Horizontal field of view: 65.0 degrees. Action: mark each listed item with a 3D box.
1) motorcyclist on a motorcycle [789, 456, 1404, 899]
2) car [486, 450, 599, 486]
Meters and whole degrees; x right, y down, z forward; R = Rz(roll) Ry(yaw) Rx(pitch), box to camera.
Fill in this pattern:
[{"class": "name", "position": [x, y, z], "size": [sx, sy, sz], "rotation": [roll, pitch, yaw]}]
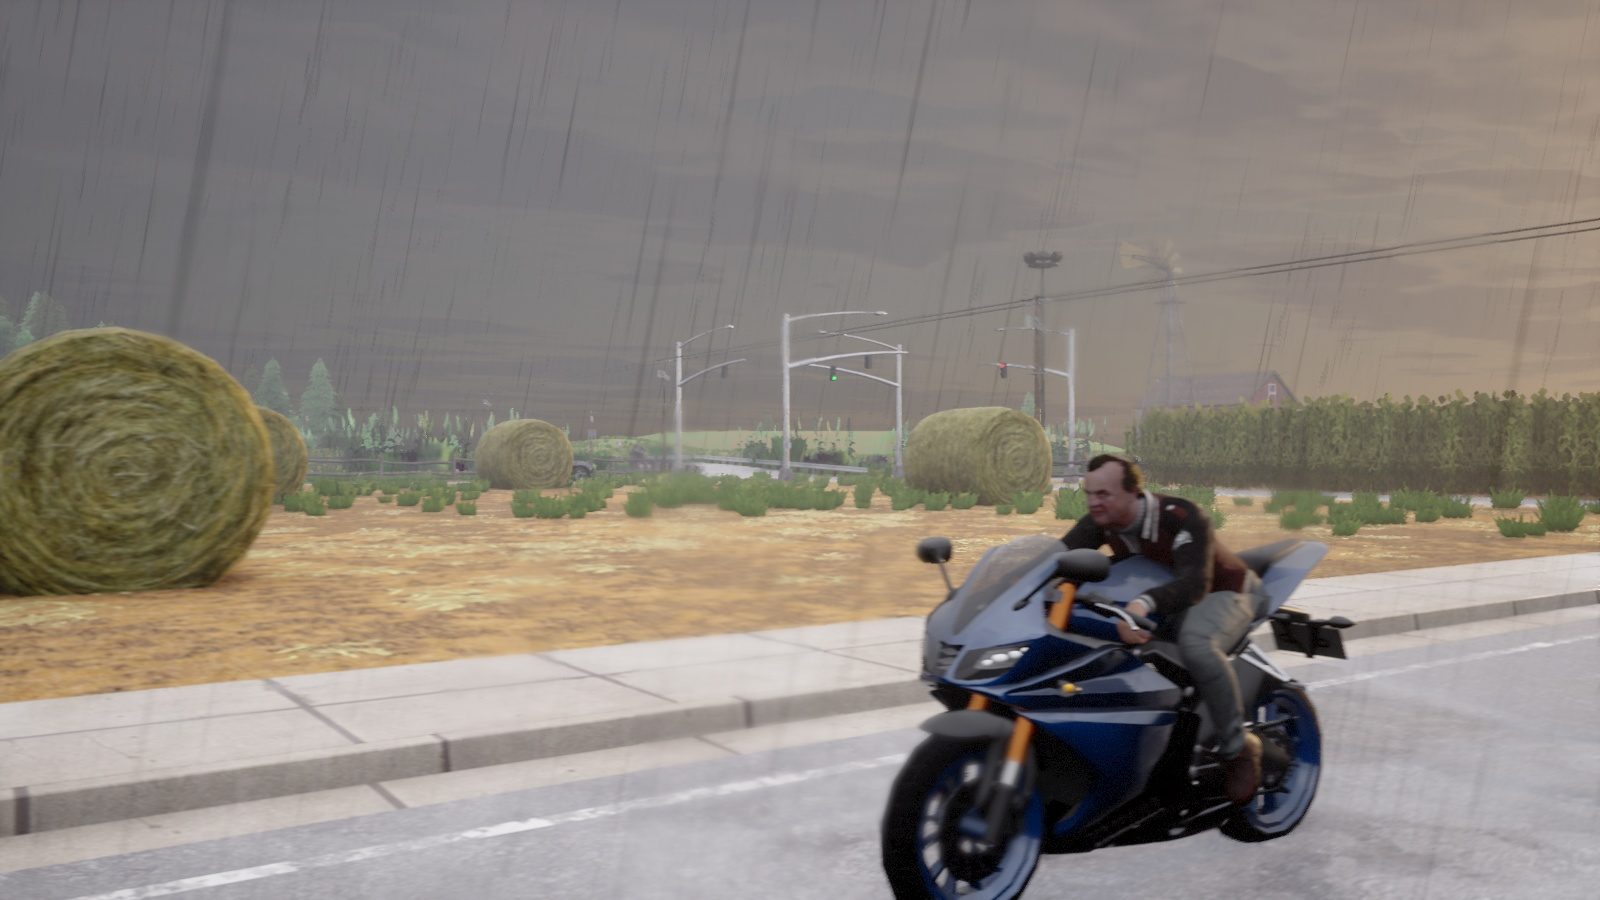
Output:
[{"class": "motorcyclist on a motorcycle", "position": [1.113, 0.788, 4.434], "size": [2.191, 1.530, 0.866], "rotation": [0, 0, -35]}, {"class": "car", "position": [-12.222, 0.839, 59.694], "size": [4.856, 1.649, 2.033], "rotation": [0, 0, -31]}]
